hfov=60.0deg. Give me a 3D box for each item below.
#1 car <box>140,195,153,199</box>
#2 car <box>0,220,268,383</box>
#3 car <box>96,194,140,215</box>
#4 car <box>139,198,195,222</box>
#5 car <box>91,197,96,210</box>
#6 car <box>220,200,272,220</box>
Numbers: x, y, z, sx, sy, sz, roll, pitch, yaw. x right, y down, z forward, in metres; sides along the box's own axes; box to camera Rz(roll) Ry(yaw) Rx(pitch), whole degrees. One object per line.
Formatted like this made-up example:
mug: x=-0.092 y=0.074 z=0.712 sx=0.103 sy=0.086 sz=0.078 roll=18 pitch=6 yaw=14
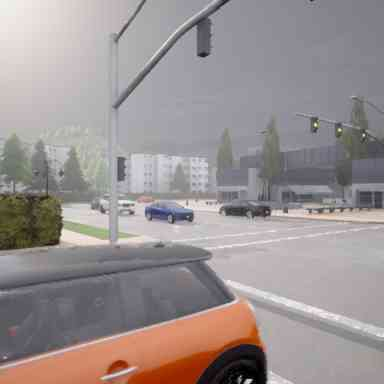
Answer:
car: x=-9.288 y=1.352 z=68.133 sx=2.097 sy=1.767 sz=4.553 roll=0 pitch=0 yaw=15
car: x=-1.515 y=1.352 z=2.888 sx=4.553 sy=1.767 sz=2.097 roll=0 pitch=0 yaw=-34
car: x=-7.600 y=1.220 z=33.553 sx=2.150 sy=2.045 sz=5.566 roll=0 pitch=0 yaw=-32
car: x=-1.792 y=1.478 z=25.376 sx=1.882 sy=1.535 sz=5.008 roll=0 pitch=0 yaw=-37
car: x=-11.924 y=1.352 z=42.967 sx=2.097 sy=1.767 sz=4.553 roll=0 pitch=0 yaw=-17
car: x=4.538 y=1.477 z=28.806 sx=1.882 sy=1.535 sz=5.008 roll=0 pitch=0 yaw=-38
